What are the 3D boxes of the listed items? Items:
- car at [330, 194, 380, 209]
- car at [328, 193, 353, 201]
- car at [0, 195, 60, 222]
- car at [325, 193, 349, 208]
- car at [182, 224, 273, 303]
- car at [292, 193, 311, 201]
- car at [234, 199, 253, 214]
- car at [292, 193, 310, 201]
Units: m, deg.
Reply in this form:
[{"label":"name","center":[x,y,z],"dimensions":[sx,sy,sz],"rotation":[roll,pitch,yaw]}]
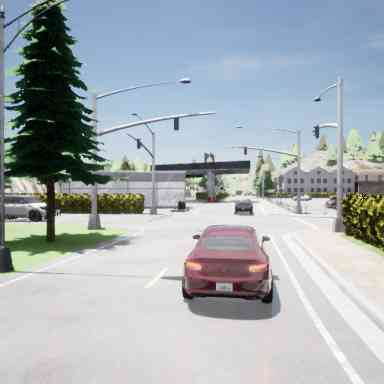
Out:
[{"label":"car","center":[19.053,1.340,38.882],"dimensions":[4.514,1.523,2.007],"rotation":[0,0,9]},{"label":"car","center":[33.225,1.097,74.526],"dimensions":[4.605,1.855,1.932],"rotation":[0,0,9]},{"label":"car","center":[-13.104,1.221,25.697],"dimensions":[5.566,2.045,2.150],"rotation":[0,0,9]},{"label":"car","center":[19.495,1.330,41.988],"dimensions":[5.027,1.636,2.152],"rotation":[0,0,9]},{"label":"car","center":[0.932,1.526,8.188],"dimensions":[1.812,1.442,4.674],"rotation":[0,0,9]},{"label":"car","center":[25.973,1.077,79.012],"dimensions":[3.866,1.878,1.905],"rotation":[0,0,9]},{"label":"car","center":[5.483,1.491,35.432],"dimensions":[2.128,1.511,4.902],"rotation":[0,0,9]},{"label":"car","center":[24.846,1.361,75.825],"dimensions":[3.806,1.475,1.970],"rotation":[0,0,9]}]
